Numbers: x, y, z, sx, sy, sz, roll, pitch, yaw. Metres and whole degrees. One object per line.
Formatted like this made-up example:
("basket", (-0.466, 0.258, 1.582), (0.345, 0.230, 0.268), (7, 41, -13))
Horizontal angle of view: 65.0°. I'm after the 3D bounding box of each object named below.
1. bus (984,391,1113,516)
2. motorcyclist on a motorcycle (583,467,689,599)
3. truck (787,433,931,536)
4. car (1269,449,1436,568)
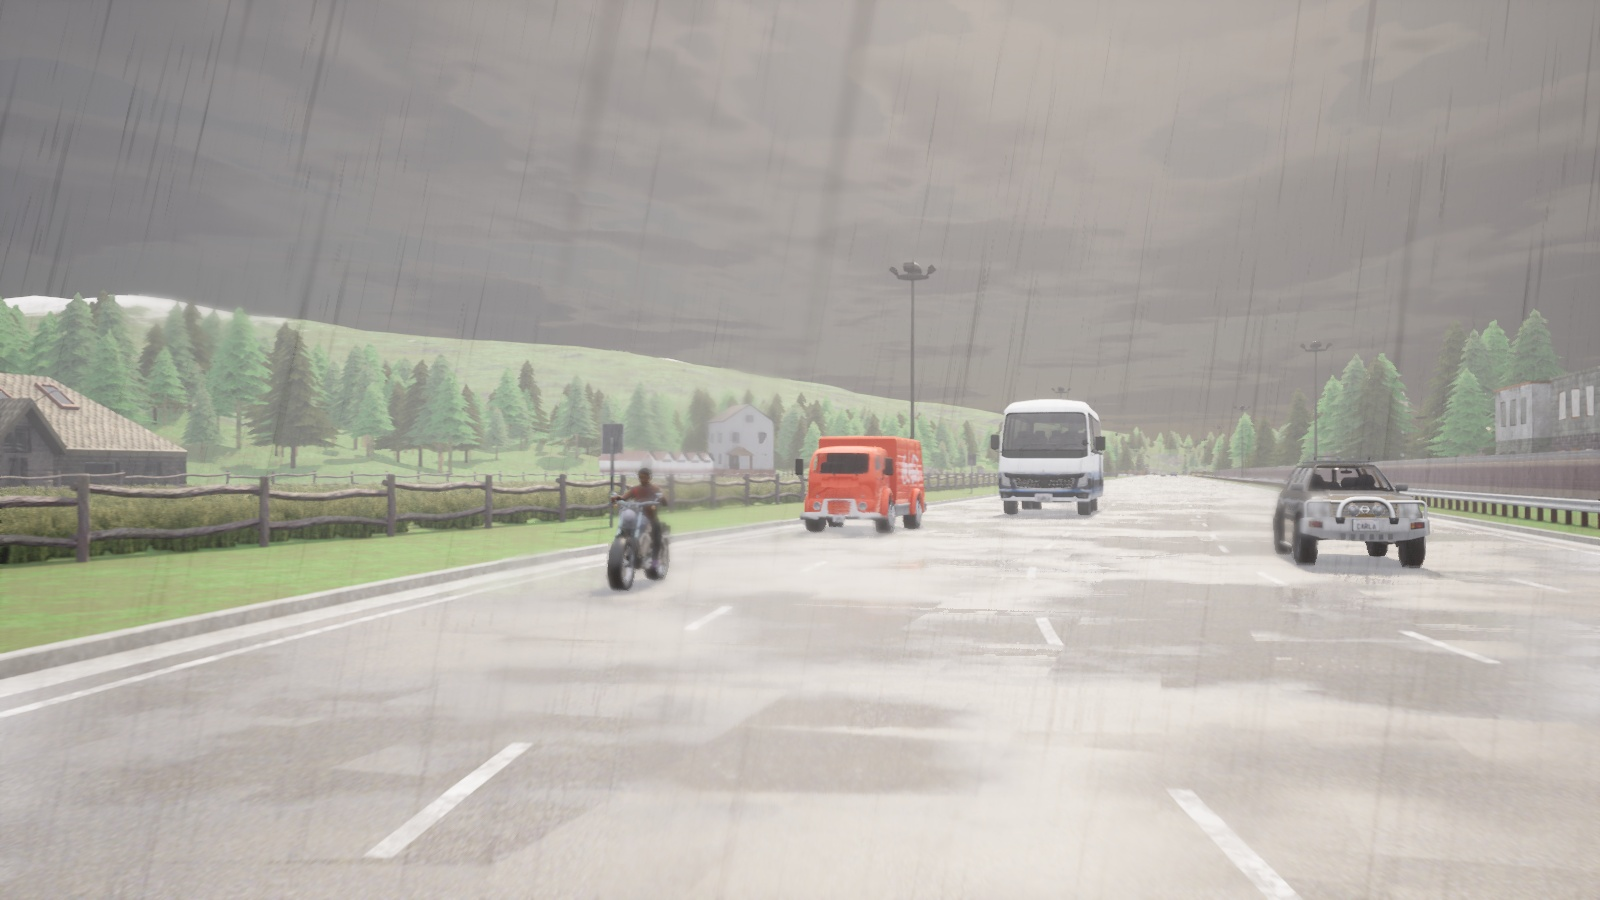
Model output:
("bus", (9.775, 0.209, 48.335), (3.944, 4.253, 10.273), (-1, -1, 16))
("motorcyclist on a motorcycle", (-2.159, 1.057, 16.932), (0.766, 1.649, 2.350), (0, -1, 9))
("truck", (1.677, 0.874, 33.020), (2.627, 2.467, 5.204), (-1, -1, 16))
("car", (9.603, 0.965, 22.202), (1.932, 1.855, 4.605), (-1, -1, 14))
